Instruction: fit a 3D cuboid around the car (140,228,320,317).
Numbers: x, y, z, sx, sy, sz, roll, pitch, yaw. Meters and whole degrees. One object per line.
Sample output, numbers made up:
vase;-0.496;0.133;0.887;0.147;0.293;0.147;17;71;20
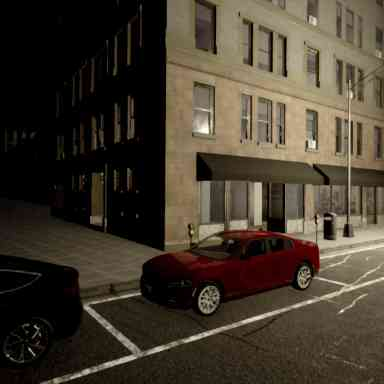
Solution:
car;1.017;1.545;7.477;4.507;1.381;1.887;0;1;-35

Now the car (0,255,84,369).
car;-3.604;1.566;4.187;4.313;1.339;1.947;0;1;-35
